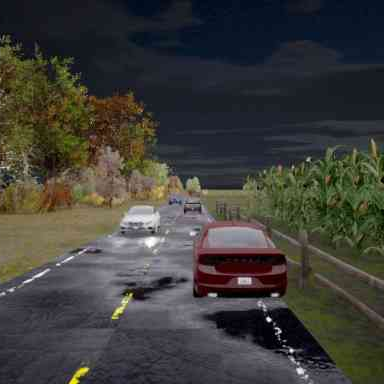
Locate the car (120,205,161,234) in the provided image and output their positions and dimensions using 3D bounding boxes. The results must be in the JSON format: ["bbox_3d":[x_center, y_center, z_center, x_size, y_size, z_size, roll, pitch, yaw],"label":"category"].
[{"bbox_3d":[-2.848,1.521,19.156,1.812,1.442,4.674,0,0,0],"label":"car"}]

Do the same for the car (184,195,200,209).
[{"bbox_3d":[0.060,1.346,46.034,2.097,1.767,4.553,0,0,1],"label":"car"}]

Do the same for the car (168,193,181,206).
[{"bbox_3d":[-2.744,1.215,55.535,2.150,2.045,5.566,0,0,0],"label":"car"}]

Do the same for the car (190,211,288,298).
[{"bbox_3d":[0.964,1.475,8.554,1.882,1.535,5.008,0,0,0],"label":"car"}]

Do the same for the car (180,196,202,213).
[{"bbox_3d":[0.078,1.486,35.999,2.128,1.511,4.902,0,0,0],"label":"car"}]
